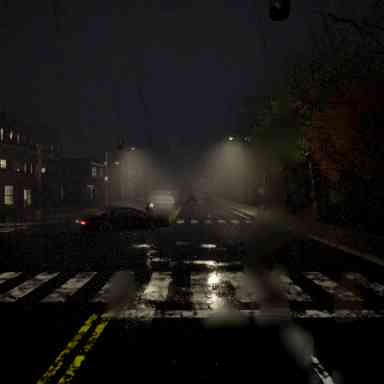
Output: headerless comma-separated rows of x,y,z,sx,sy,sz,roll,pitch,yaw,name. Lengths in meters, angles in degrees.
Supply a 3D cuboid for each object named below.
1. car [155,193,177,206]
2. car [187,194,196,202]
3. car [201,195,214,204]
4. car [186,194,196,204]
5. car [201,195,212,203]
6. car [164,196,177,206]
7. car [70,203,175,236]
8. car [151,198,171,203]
-3.431,1.202,43.151,2.150,2.045,5.566,0,0,0,car
-0.170,1.272,73.117,1.882,1.535,5.008,0,0,0,car
3.208,1.569,63.245,1.895,1.301,4.718,0,0,0,car
-0.147,1.474,62.699,1.837,1.490,4.892,0,0,0,car
3.082,1.486,73.250,2.128,1.511,4.902,0,0,0,car
-3.448,1.479,53.619,1.837,1.490,4.892,0,0,0,car
-3.853,1.540,18.362,5.357,1.411,2.033,0,0,-39,car
-3.414,1.550,32.750,1.994,1.385,4.181,0,0,0,car
